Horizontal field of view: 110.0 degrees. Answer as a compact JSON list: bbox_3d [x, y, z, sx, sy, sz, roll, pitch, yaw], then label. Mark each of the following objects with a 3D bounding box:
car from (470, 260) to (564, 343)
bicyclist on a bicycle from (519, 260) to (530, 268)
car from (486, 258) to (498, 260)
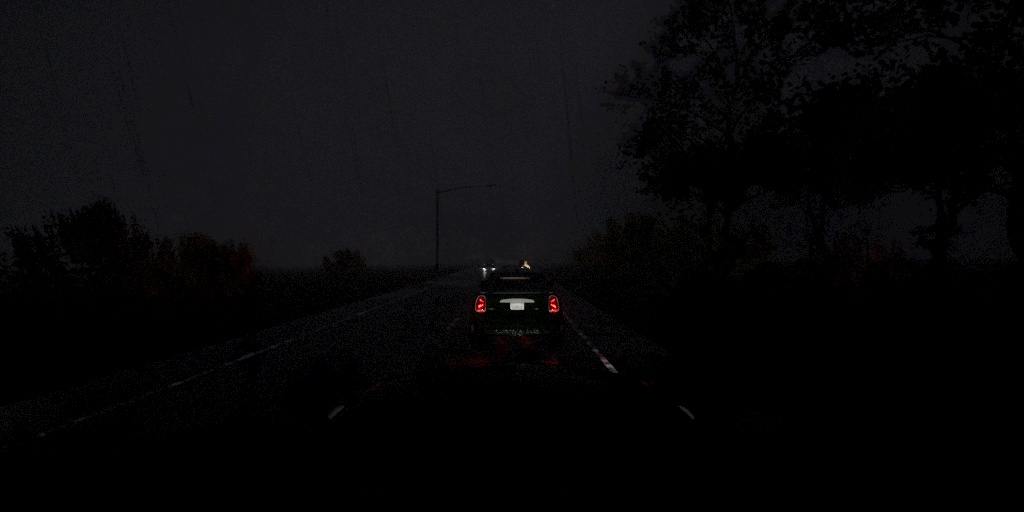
[{"bbox_3d":[0.114,1.098,9.787,2.097,1.767,4.553,0,0,0],"label":"car"},{"bbox_3d":[0.977,1.175,25.609,0.866,1.612,1.509,0,0,1],"label":"bicyclist on a bicycle"},{"bbox_3d":[-3.743,1.232,59.528,1.837,1.490,4.892,0,0,0],"label":"car"}]
